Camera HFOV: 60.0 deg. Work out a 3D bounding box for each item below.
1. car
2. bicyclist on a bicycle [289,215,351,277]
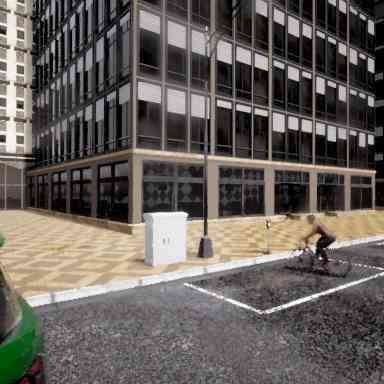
[{"bbox_3d":[-3.322,1.221,0.870,5.566,2.045,2.150,0,0,-37],"label":"car"},{"bbox_3d":[3.443,1.453,9.091,1.656,1.620,0.582,-2,-1,37],"label":"bicyclist on a bicycle"}]
